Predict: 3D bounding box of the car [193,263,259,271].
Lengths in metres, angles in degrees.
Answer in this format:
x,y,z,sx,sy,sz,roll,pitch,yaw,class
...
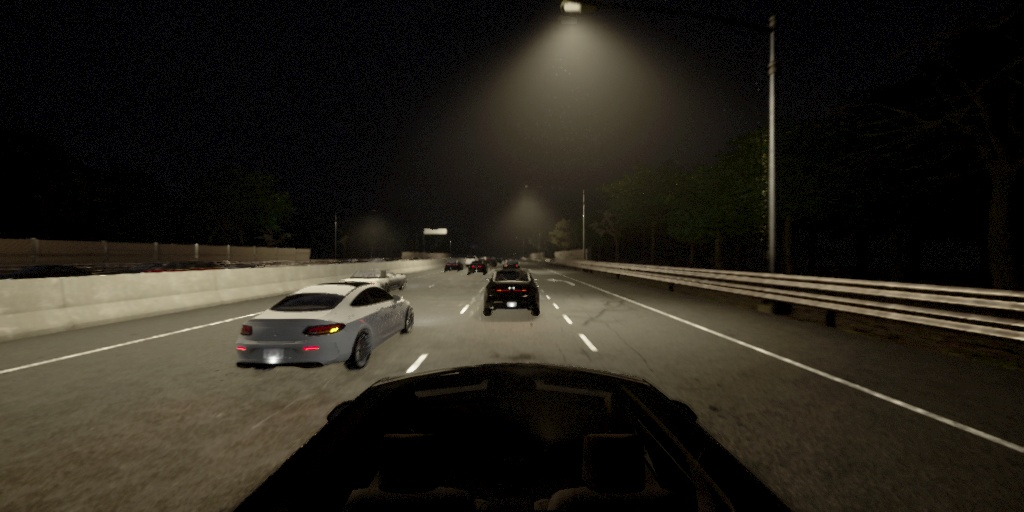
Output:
x,y,z,sx,sy,sz,roll,pitch,yaw,class
-17.620,1.296,23.162,1.994,1.385,4.181,0,0,0,car

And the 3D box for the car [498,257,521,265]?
x,y,z,sx,sy,sz,roll,pitch,yaw,class
-0.066,1.218,39.001,2.128,1.511,4.902,0,0,0,car

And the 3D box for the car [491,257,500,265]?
x,y,z,sx,sy,sz,roll,pitch,yaw,class
-3.623,1.235,64.502,1.837,1.490,4.892,0,0,0,car

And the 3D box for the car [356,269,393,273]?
x,y,z,sx,sy,sz,roll,pitch,yaw,class
-7.019,1.334,18.653,1.895,1.301,4.718,0,0,0,car

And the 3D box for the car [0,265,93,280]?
x,y,z,sx,sy,sz,roll,pitch,yaw,class
-28.119,1.259,21.517,1.812,1.442,4.674,0,0,0,car

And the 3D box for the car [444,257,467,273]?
x,y,z,sx,sy,sz,roll,pitch,yaw,class
-7.076,1.218,44.133,2.128,1.511,4.902,0,0,0,car

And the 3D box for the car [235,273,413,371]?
x,y,z,sx,sy,sz,roll,pitch,yaw,class
-3.505,1.269,7.572,1.812,1.442,4.674,0,0,0,car

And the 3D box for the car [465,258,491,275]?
x,y,z,sx,sy,sz,roll,pitch,yaw,class
-3.561,1.233,38.164,1.837,1.490,4.892,0,0,0,car

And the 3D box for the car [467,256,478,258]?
x,y,z,sx,sy,sz,roll,pitch,yaw,class
-7.124,0.951,64.577,2.150,2.045,5.566,0,0,0,car

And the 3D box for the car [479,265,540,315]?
x,y,z,sx,sy,sz,roll,pitch,yaw,class
-0.012,1.243,13.510,1.837,1.490,4.892,0,0,0,car

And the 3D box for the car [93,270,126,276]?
x,y,z,sx,sy,sz,roll,pitch,yaw,class
-24.617,1.223,24.564,2.128,1.511,4.902,0,0,0,car

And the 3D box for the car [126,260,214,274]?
x,y,z,sx,sy,sz,roll,pitch,yaw,class
-21.119,1.083,23.026,2.097,1.767,4.553,0,0,0,car
